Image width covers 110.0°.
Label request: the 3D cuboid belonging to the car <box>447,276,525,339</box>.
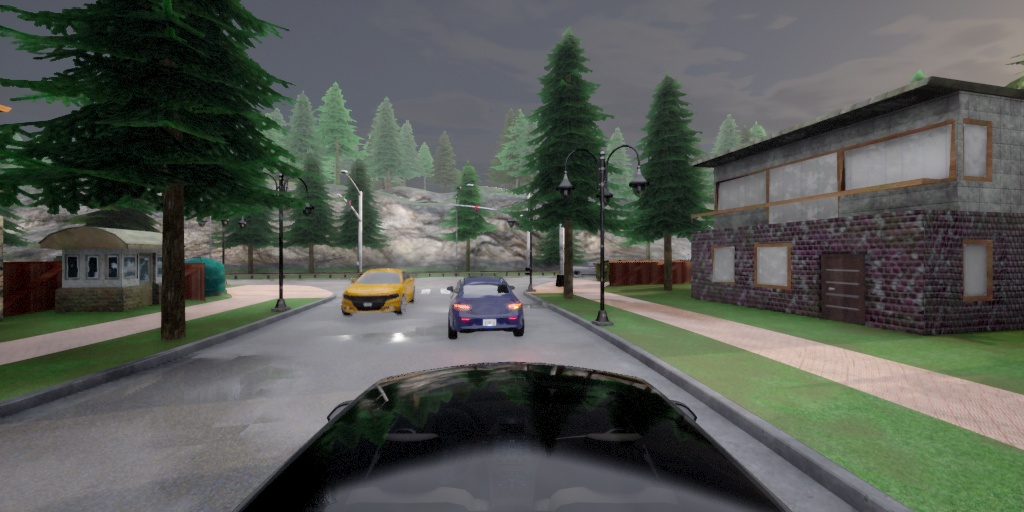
[{"bbox_3d":[-0.832,1.276,10.050,1.812,1.442,4.674,0,0,-9],"label":"car"}]

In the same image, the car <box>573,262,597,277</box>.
[{"bbox_3d":[6.880,1.193,32.181,4.718,1.301,1.895,0,0,-12],"label":"car"}]

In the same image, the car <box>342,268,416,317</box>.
[{"bbox_3d":[-4.802,1.228,13.531,1.882,1.535,5.008,0,0,-8],"label":"car"}]
